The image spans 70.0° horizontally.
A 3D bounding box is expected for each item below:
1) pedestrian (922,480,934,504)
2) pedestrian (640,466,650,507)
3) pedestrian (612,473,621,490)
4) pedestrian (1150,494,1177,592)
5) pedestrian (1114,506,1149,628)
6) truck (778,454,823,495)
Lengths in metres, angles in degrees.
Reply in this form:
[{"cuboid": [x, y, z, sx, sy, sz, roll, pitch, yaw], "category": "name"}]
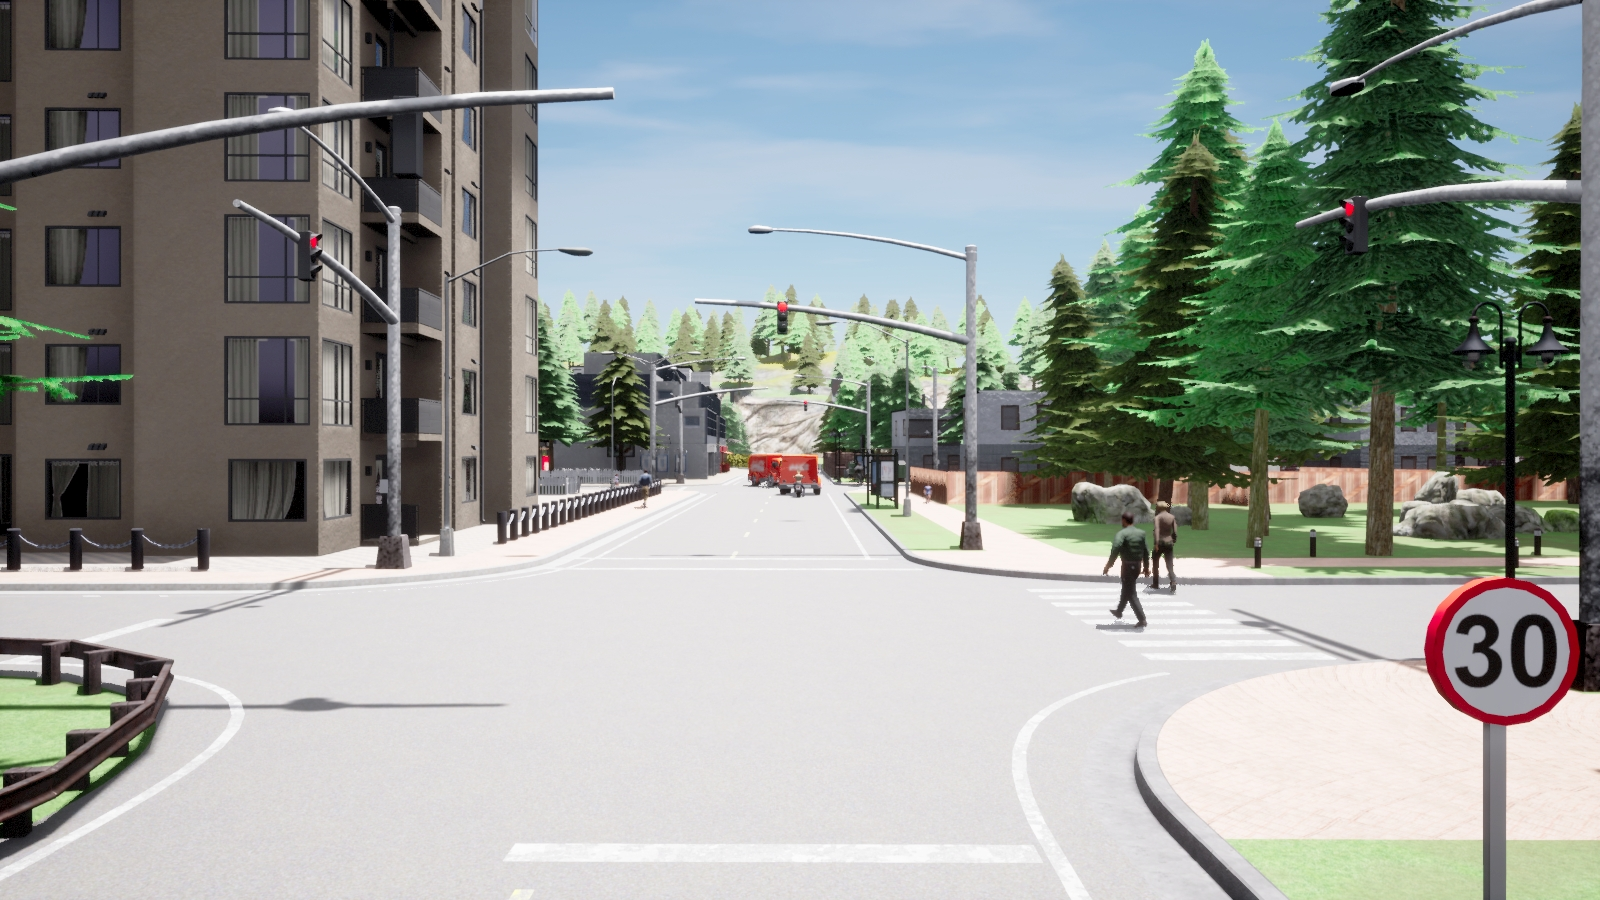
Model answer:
[{"cuboid": [6.176, 2.025, 55.097, 0.500, 1.100, 0.500, 0, 0, 0], "category": "pedestrian"}, {"cuboid": [-6.976, 1.646, 51.394, 0.375, 1.860, 0.375, 0, 0, 1], "category": "pedestrian"}, {"cuboid": [-11.976, 2.028, 74.386, 0.500, 1.100, 0.500, 0, 0, 0], "category": "pedestrian"}, {"cuboid": [7.080, 1.801, 22.257, 0.375, 1.860, 0.375, 0, 0, -9], "category": "pedestrian"}, {"cuboid": [5.157, 1.806, 17.765, 0.375, 1.860, 0.375, 0, 0, -19], "category": "pedestrian"}, {"cuboid": [0.071, 1.506, 71.518, 2.627, 2.467, 5.204, 0, 0, 3], "category": "truck"}]
